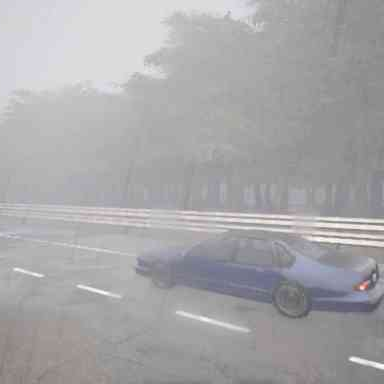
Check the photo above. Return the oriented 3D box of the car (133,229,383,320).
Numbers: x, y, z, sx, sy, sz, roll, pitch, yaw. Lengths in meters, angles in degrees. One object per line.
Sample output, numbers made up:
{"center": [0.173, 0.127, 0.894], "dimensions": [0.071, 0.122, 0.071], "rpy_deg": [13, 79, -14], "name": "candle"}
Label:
{"center": [1.166, 1.549, 7.338], "dimensions": [5.357, 1.411, 2.033], "rpy_deg": [0, 0, 36], "name": "car"}
